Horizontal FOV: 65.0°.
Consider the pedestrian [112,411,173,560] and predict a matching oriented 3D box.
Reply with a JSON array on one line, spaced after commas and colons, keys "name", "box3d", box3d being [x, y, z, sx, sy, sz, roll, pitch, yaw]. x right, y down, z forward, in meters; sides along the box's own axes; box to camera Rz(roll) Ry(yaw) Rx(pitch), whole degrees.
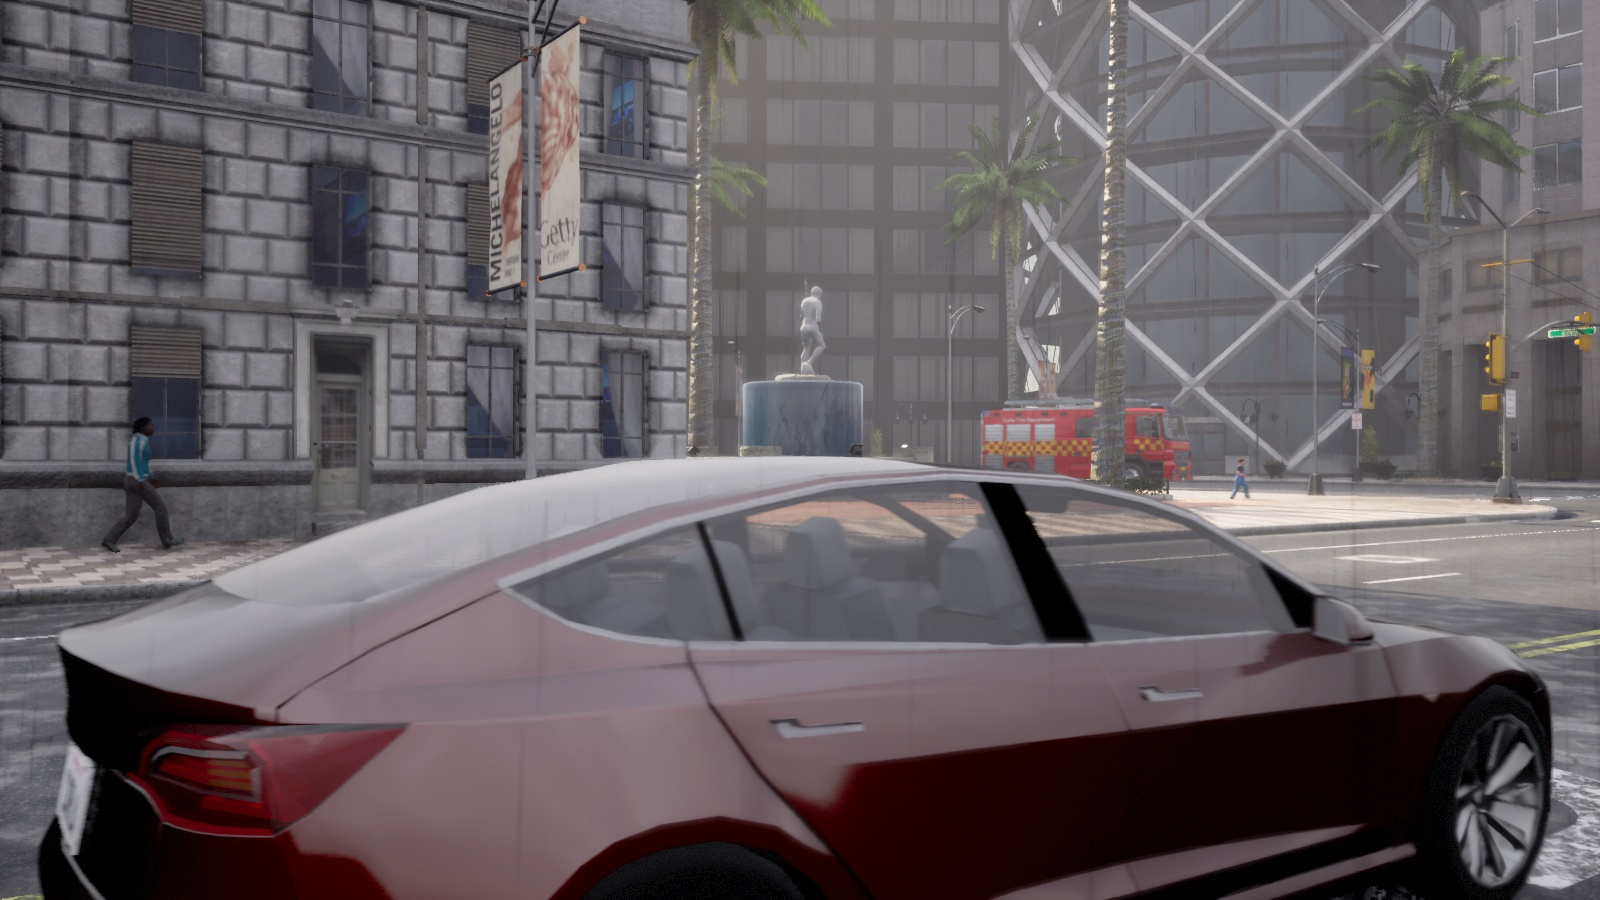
[{"name": "pedestrian", "box3d": [-8.738, 0.461, 16.691, 0.692, 1.930, 0.396, 0, 0, -30]}]

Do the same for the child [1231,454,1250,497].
[{"name": "child", "box3d": [12.909, 0.744, 36.812, 0.270, 1.263, 0.437, 0, 0, -35]}]

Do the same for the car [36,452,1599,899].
[{"name": "car", "box3d": [0.460, 0.753, 3.970, 4.792, 1.488, 2.163, 0, 0, -35]}]

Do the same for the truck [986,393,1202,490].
[{"name": "truck", "box3d": [12.409, -0.315, 53.407, 8.468, 3.827, 2.891, 0, 0, 34]}]
